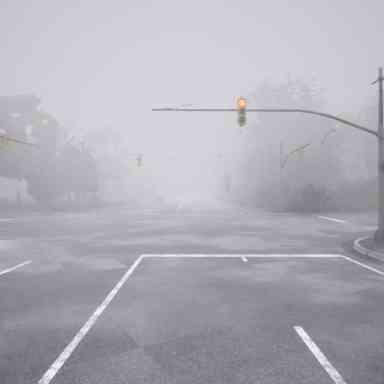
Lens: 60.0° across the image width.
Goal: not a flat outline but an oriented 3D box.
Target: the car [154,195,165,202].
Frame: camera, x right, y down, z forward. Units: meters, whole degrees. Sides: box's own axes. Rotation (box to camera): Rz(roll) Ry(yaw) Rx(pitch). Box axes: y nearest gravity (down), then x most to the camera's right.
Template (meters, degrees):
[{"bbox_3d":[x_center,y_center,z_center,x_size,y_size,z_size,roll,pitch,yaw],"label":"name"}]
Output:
[{"bbox_3d":[-7.000,1.355,72.274,2.097,1.767,4.553,0,0,0],"label":"car"}]
